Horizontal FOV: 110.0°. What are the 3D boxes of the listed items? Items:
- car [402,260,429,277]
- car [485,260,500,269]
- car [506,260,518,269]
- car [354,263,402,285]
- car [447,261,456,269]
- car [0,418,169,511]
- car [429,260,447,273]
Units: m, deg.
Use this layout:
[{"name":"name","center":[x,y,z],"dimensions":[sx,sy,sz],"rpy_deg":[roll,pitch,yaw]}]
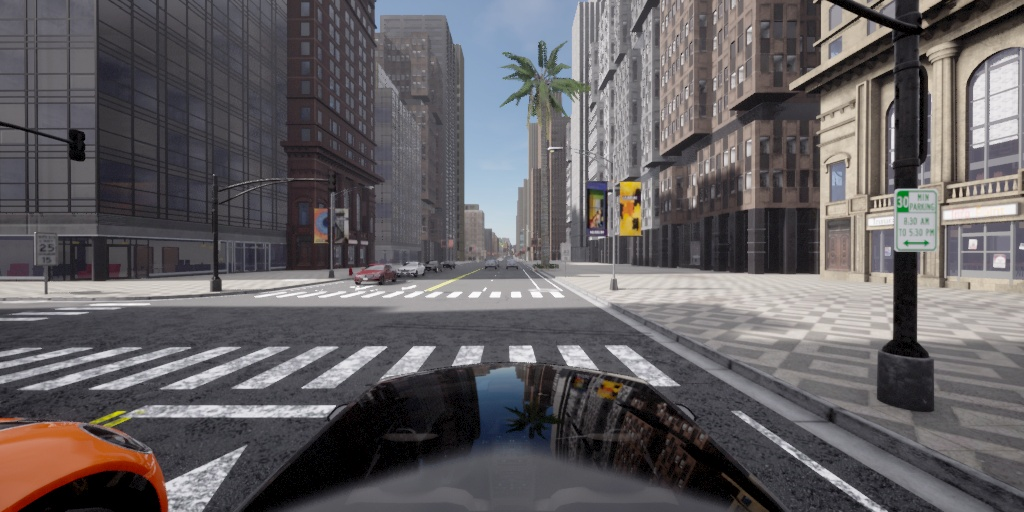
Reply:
[{"name":"car","center":[-9.839,1.285,35.280],"dimensions":[1.812,1.442,4.674],"rpy_deg":[0,0,0]},{"name":"car","center":[-3.236,1.333,55.749],"dimensions":[2.033,1.411,5.357],"rpy_deg":[0,0,0]},{"name":"car","center":[0.014,1.333,55.747],"dimensions":[2.033,1.411,5.357],"rpy_deg":[0,0,0]},{"name":"car","center":[-9.846,1.281,26.288],"dimensions":[1.812,1.442,4.674],"rpy_deg":[0,0,-1]},{"name":"car","center":[-9.791,1.385,54.836],"dimensions":[1.895,1.301,4.718],"rpy_deg":[0,0,0]},{"name":"car","center":[-3.150,1.102,0.269],"dimensions":[2.097,1.767,4.553],"rpy_deg":[0,0,0]},{"name":"car","center":[-9.836,1.273,44.536],"dimensions":[1.837,1.490,4.892],"rpy_deg":[0,0,0]}]
